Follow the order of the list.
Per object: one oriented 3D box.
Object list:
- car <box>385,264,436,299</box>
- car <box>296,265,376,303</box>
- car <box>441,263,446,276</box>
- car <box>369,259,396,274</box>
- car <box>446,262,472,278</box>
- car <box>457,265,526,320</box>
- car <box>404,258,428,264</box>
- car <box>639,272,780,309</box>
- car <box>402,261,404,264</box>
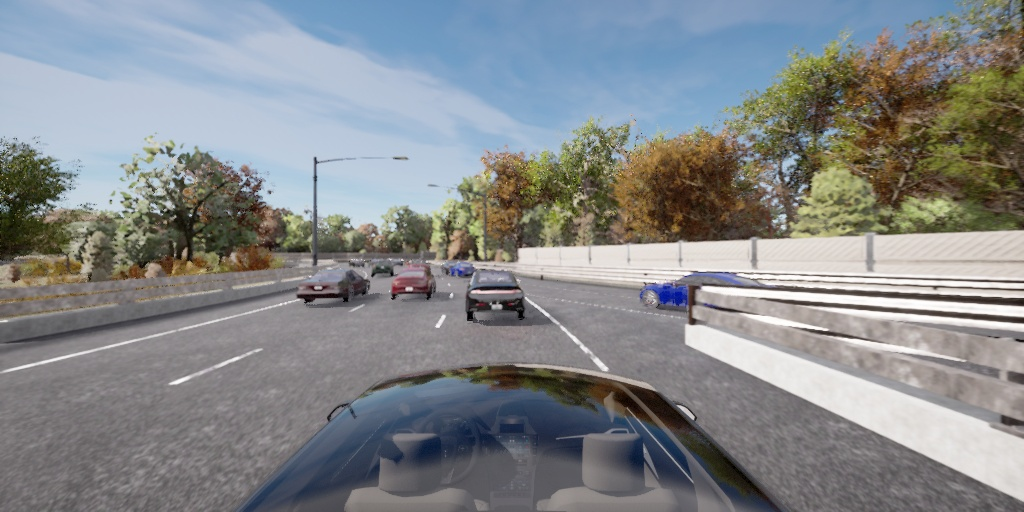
[{"bbox_3d":[-4.912,1.308,18.220,1.812,1.442,4.674,0,0,-8],"label":"car"},{"bbox_3d":[-8.189,1.333,16.906,2.033,1.411,5.357,0,0,-9],"label":"car"},{"bbox_3d":[-6.554,1.341,38.790,1.812,1.442,4.674,0,0,-19],"label":"car"},{"bbox_3d":[-13.684,1.177,37.942,2.097,1.767,4.553,0,0,-19],"label":"car"},{"bbox_3d":[-4.685,1.332,34.356,1.812,1.442,4.674,0,0,-22],"label":"car"},{"bbox_3d":[-0.678,1.255,12.712,2.128,1.511,4.902,0,0,-6],"label":"car"},{"bbox_3d":[-9.878,1.171,37.669,2.097,1.767,4.553,0,0,-19],"label":"car"},{"bbox_3d":[6.842,1.284,12.766,1.812,1.442,4.674,0,0,-34],"label":"car"},{"bbox_3d":[-16.444,1.463,59.781,1.895,1.301,4.718,0,0,-31],"label":"car"}]
